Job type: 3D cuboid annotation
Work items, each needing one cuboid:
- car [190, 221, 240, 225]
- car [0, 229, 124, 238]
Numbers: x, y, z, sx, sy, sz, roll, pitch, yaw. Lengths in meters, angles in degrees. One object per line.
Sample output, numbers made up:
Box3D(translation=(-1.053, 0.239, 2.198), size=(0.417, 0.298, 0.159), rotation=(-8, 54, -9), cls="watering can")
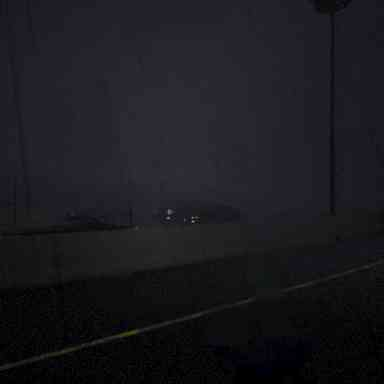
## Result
Box3D(translation=(1.390, 1.586, 22.973), size=(4.892, 1.490, 1.837), rotation=(1, 0, -40), cls="car")
Box3D(translation=(-4.969, 1.639, 13.278), size=(4.718, 1.301, 1.895), rotation=(0, 0, -37), cls="car")
